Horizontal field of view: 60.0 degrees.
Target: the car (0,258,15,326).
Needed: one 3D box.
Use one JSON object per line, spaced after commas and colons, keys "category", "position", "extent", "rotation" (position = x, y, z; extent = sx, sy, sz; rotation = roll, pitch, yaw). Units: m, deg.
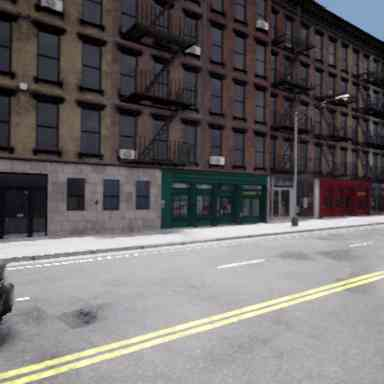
{"category": "car", "position": [-4.979, 1.492, 4.132], "extent": [4.892, 1.490, 1.837], "rotation": [1, 0, -35]}
